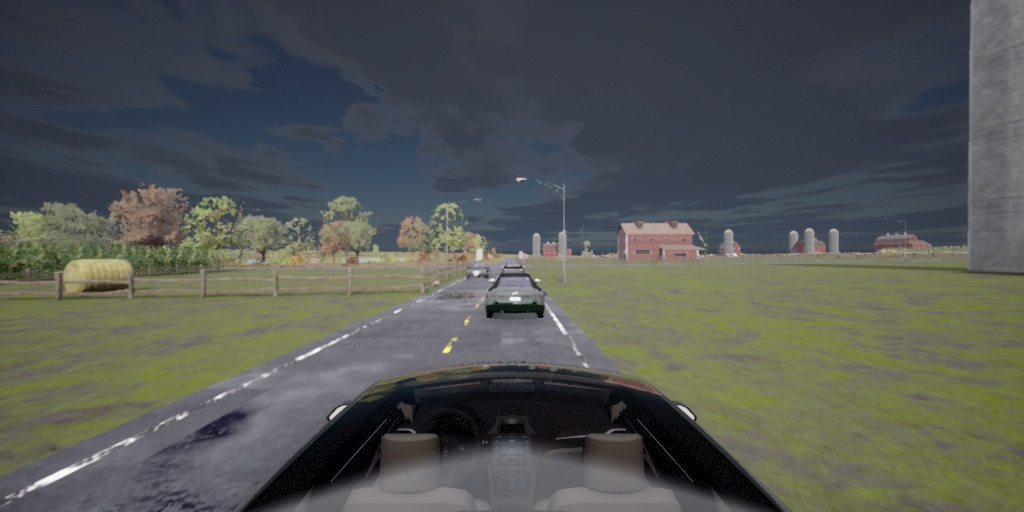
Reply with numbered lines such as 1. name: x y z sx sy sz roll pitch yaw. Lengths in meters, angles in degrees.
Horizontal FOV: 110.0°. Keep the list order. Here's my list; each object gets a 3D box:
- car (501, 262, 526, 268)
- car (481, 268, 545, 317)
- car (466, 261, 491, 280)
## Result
1. car: 0.099 1.227 29.539 2.128 1.511 4.902 0 0 0
2. car: 0.101 1.308 13.174 1.994 1.385 4.181 0 0 0
3. car: -2.847 1.227 31.141 2.128 1.511 4.902 0 0 0
